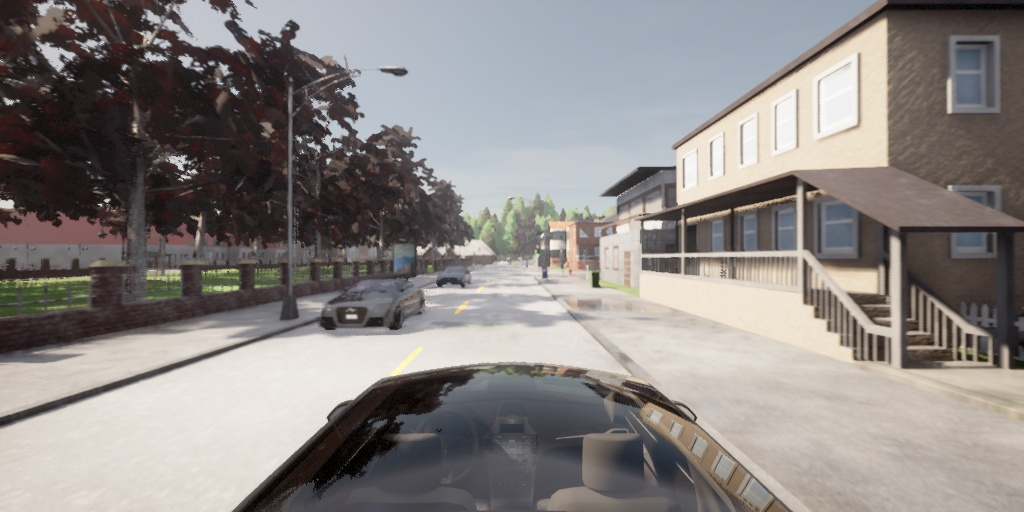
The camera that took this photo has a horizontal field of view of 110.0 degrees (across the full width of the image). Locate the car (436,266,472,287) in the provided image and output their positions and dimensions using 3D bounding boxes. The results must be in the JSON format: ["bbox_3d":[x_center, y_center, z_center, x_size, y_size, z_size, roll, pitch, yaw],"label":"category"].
[{"bbox_3d":[-4.021,1.413,25.752,2.033,1.411,5.357,0,0,1],"label":"car"}]

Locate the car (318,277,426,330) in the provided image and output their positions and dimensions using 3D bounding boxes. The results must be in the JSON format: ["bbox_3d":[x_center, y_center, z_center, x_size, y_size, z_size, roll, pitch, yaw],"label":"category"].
[{"bbox_3d":[-4.062,1.358,11.093,1.994,1.385,4.181,0,0,0],"label":"car"}]
